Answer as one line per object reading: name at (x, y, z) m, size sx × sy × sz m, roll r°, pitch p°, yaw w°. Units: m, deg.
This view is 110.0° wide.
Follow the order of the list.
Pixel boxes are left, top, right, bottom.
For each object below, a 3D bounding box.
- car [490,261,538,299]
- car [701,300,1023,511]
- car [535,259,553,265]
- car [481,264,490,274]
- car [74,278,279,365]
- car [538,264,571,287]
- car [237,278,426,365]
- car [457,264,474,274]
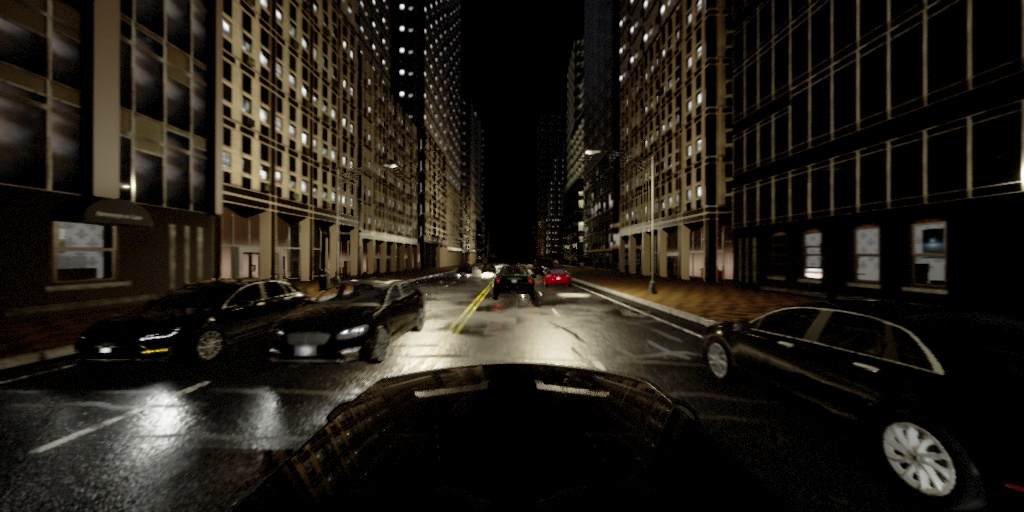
car at (0.110, 1.271, 19.659) m, size 2.097 × 1.767 × 4.553 m, roll 0°, pitch -1°, yaw 0°
car at (4.223, 1.289, 4.348) m, size 1.837 × 1.490 × 4.892 m, roll 0°, pitch -1°, yaw 0°
car at (3.294, 1.344, 38.533) m, size 2.150 × 2.045 × 5.566 m, roll 0°, pitch 0°, yaw 0°
car at (-3.266, 1.785, 50.607) m, size 2.033 × 1.411 × 5.357 m, roll 0°, pitch -1°, yaw 1°
car at (-6.599, 1.301, 8.249) m, size 1.837 × 1.490 × 4.892 m, roll 0°, pitch -1°, yaw 0°
car at (3.296, 1.566, 27.294) m, size 1.994 × 1.385 × 4.181 m, roll 0°, pitch -1°, yaw 1°
car at (-3.349, 1.295, 8.265) m, size 2.128 × 1.511 × 4.902 m, roll 0°, pitch -1°, yaw 0°
car at (-6.515, 1.778, 50.609) m, size 2.033 × 1.411 × 5.357 m, roll 0°, pitch -1°, yaw 1°
